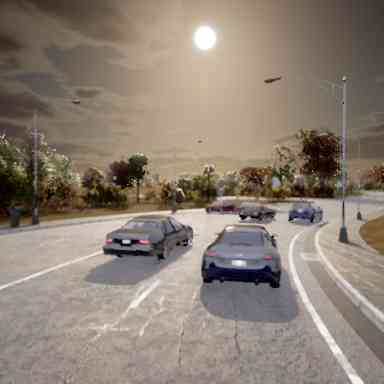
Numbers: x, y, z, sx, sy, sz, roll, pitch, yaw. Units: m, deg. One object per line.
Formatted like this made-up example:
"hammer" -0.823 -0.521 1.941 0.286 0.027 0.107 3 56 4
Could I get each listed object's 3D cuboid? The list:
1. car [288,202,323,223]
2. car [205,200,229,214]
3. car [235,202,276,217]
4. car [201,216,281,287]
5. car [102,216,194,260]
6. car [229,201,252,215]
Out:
"car" 10.038 1.637 29.080 2.097 1.767 4.553 1 0 32
"car" 3.428 1.683 38.475 1.882 1.535 5.008 1 0 36
"car" 5.805 1.826 29.024 1.895 1.301 4.718 1 0 32
"car" 1.544 1.645 9.740 1.994 1.385 4.181 0 0 13
"car" -1.410 1.624 12.841 2.033 1.411 5.357 0 0 15
"car" 6.232 1.769 36.400 1.812 1.442 4.674 1 0 36
